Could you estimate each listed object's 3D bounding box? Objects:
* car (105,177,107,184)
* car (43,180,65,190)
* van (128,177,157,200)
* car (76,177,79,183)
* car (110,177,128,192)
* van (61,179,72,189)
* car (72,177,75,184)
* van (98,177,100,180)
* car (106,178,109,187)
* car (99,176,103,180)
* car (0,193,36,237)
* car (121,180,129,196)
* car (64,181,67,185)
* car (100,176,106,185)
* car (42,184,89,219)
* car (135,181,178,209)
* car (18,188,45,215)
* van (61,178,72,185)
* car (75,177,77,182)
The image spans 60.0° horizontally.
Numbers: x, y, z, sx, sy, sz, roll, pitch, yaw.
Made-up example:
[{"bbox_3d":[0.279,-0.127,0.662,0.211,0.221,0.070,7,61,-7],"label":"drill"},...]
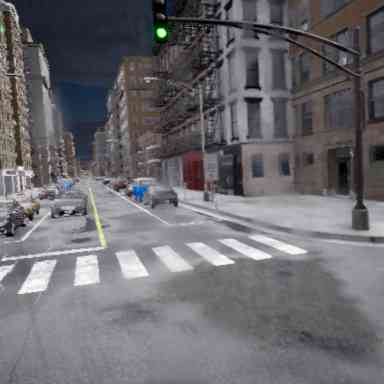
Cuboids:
[{"bbox_3d":[-13.608,-1.570,57.641,1.752,1.417,4.829,-4,4,-17],"label":"car"},{"bbox_3d":[-14.693,-0.075,34.478,1.967,1.590,4.097,-4,4,-17],"label":"car"},{"bbox_3d":[-3.767,-0.232,26.584,1.690,1.788,3.998,-4,4,-17],"label":"van"},{"bbox_3d":[-29.455,-2.466,80.779,2.192,1.841,5.009,-4,4,-17],"label":"car"},{"bbox_3d":[-8.668,-1.015,42.025,2.192,1.841,5.009,-4,4,-17],"label":"car"},{"bbox_3d":[-24.535,-1.684,65.344,1.690,1.788,3.998,-4,4,-17],"label":"van"},{"bbox_3d":[-22.897,-1.459,60.196,2.192,1.841,5.009,-4,4,-17],"label":"car"},{"bbox_3d":[-23.367,-3.260,88.353,1.690,1.788,3.998,-4,4,-17],"label":"van"},{"bbox_3d":[-11.923,-1.285,52.335,2.008,1.369,4.403,-4,4,-17],"label":"car"},{"bbox_3d":[-20.089,-2.531,78.073,1.947,1.339,4.313,-4,4,-17],"label":"car"},{"bbox_3d":[-8.129,1.043,13.903,2.008,1.369,4.403,-4,4,-17],"label":"car"},{"bbox_3d":[-5.388,-0.244,31.747,1.802,1.307,4.206,-4,4,-17],"label":"car"},{"bbox_3d":[-16.276,-0.234,39.466,1.752,1.417,4.829,-4,4,-17],"label":"car"},{"bbox_3d":[-18.456,-2.300,72.924,1.887,1.381,4.507,-4,4,-17],"label":"car"},{"bbox_3d":[-7.165,0.612,19.557,2.128,1.511,4.902,-4,5,-17],"label":"car"},{"bbox_3d":[-2.122,0.229,21.450,2.008,1.369,4.403,-4,4,-17],"label":"car"},{"bbox_3d":[-9.719,0.774,18.885,1.752,1.417,4.829,-4,4,-17],"label":"car"},{"bbox_3d":[-21.256,-1.181,55.052,1.690,1.788,3.998,-4,4,-17],"label":"van"},{"bbox_3d":[-27.803,-1.979,75.649,2.008,1.369,4.403,-4,4,-17],"label":"car"}]
